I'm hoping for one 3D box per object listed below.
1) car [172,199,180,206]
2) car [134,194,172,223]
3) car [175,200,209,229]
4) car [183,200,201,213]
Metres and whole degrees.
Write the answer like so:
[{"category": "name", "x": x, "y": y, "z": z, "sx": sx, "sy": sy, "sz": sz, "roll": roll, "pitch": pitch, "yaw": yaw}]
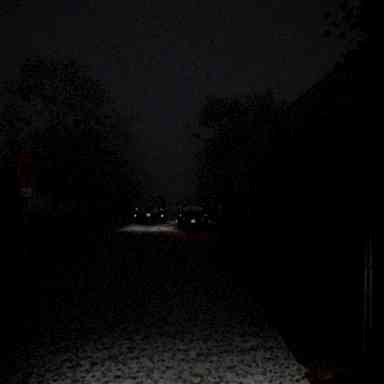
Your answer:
[{"category": "car", "x": -3.096, "y": 2.139, "z": 66.635, "sx": 2.033, "sy": 1.411, "sz": 5.357, "roll": 0, "pitch": -1, "yaw": 0}, {"category": "car", "x": -2.922, "y": 1.173, "z": 25.036, "sx": 2.150, "sy": 2.045, "sz": 5.566, "roll": 0, "pitch": 0, "yaw": 0}, {"category": "car", "x": 0.060, "y": 1.464, "z": 21.001, "sx": 1.812, "sy": 1.442, "sz": 4.674, "roll": 0, "pitch": 0, "yaw": 0}, {"category": "car", "x": -0.020, "y": 1.620, "z": 38.496, "sx": 1.994, "sy": 1.385, "sz": 4.181, "roll": 0, "pitch": -1, "yaw": 0}]
